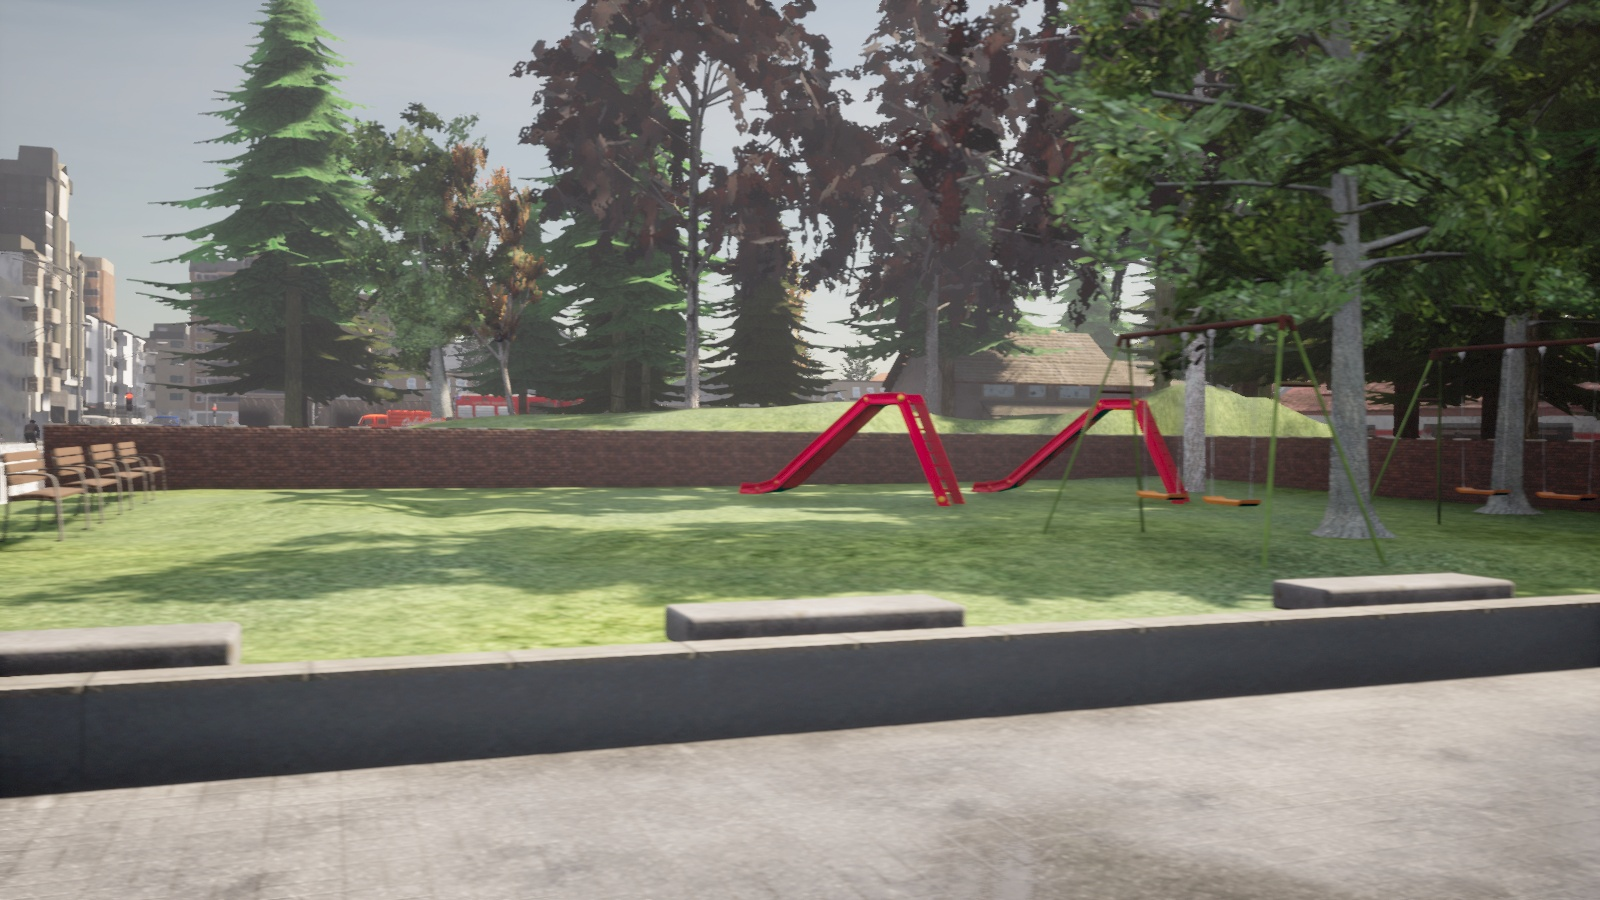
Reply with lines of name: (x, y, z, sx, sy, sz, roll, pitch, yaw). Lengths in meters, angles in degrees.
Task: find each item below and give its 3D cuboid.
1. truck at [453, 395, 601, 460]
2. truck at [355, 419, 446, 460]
truck: (-16.695, -1.430, 76.784, 8.468, 3.827, 2.891, -1, 1, -21)
truck: (-24.843, -0.680, 77.998, 5.204, 2.467, 2.627, -1, 1, -21)
